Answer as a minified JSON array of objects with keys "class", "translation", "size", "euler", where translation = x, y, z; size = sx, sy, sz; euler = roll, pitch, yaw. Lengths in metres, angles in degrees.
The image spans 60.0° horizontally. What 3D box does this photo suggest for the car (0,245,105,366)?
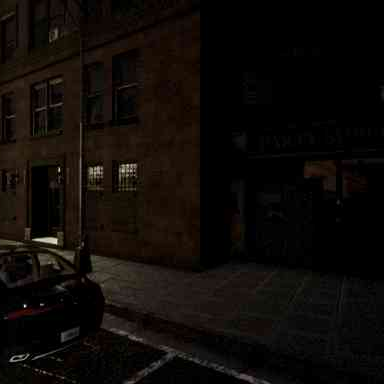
[{"class":"car","translation":[-3.298,1.551,5.448],"size":[4.403,1.369,2.008],"euler":[0,0,36]}]
